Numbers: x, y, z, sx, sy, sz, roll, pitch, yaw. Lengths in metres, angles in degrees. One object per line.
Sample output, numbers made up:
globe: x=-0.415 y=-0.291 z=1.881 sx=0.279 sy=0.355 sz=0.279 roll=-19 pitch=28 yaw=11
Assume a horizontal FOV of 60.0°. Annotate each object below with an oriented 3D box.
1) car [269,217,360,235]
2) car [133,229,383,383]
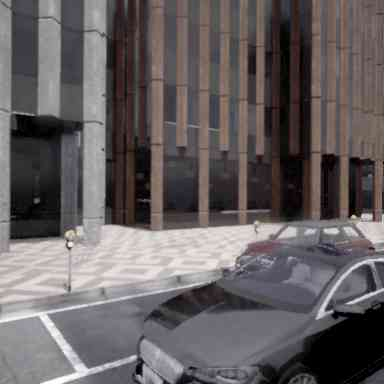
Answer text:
car: x=3.066 y=1.521 z=8.830 sx=4.097 sy=1.590 sz=1.967 roll=1 pitch=-1 yaw=-35
car: x=1.628 y=1.533 z=4.535 sx=4.902 sy=1.511 sz=2.128 roll=1 pitch=0 yaw=-35
